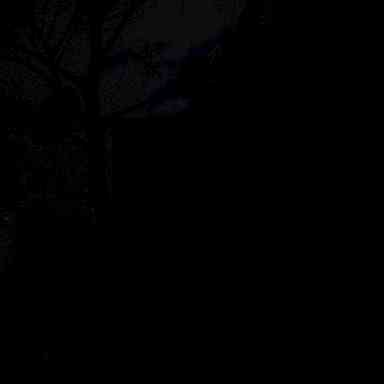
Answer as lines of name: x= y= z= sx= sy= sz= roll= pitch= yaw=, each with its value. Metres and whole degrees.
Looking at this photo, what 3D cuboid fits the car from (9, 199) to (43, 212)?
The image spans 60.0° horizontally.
car: x=-20.698 y=1.597 z=41.650 sx=1.882 sy=1.535 sz=5.008 roll=1 pitch=0 yaw=8
